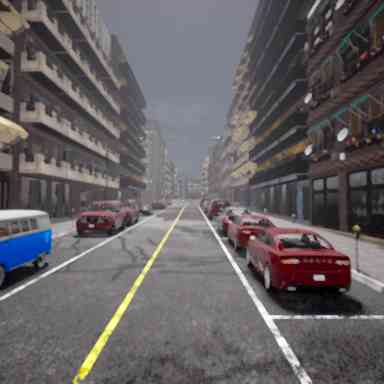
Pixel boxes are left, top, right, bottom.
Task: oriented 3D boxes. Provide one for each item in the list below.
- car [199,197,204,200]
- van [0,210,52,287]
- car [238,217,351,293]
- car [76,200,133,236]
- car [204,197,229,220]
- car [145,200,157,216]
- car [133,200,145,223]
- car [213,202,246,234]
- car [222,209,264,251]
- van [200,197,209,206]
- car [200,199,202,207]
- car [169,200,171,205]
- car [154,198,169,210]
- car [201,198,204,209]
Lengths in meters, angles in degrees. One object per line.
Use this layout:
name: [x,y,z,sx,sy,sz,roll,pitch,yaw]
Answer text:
car: [2.510,1.948,64.270,2.192,1.841,5.009,1,-1,0]
van: [-5.297,1.418,9.016,1.690,1.788,3.998,1,0,0]
car: [2.579,1.621,8.958,1.887,1.381,4.507,1,-1,0]
car: [-5.304,1.490,20.077,2.192,1.841,5.009,1,-1,0]
car: [2.535,1.593,31.083,2.192,1.841,5.009,1,-1,0]
car: [-5.321,1.898,36.666,1.947,1.339,4.313,1,-1,0]
car: [-5.307,1.541,25.606,2.192,1.841,5.009,1,-1,0]
car: [2.581,1.615,20.021,1.967,1.590,4.097,1,-1,0]
car: [2.575,1.670,14.488,1.887,1.381,4.507,1,-1,0]
van: [2.506,2.040,69.801,1.690,1.788,3.998,1,-1,0]
car: [2.513,2.089,53.205,1.802,1.307,4.206,1,-1,0]
car: [-5.337,2.114,58.786,1.887,1.381,4.507,1,-1,0]
car: [-5.328,1.822,53.258,2.192,1.841,5.009,1,-1,0]
car: [2.524,1.829,42.145,1.967,1.590,4.097,1,-1,0]
